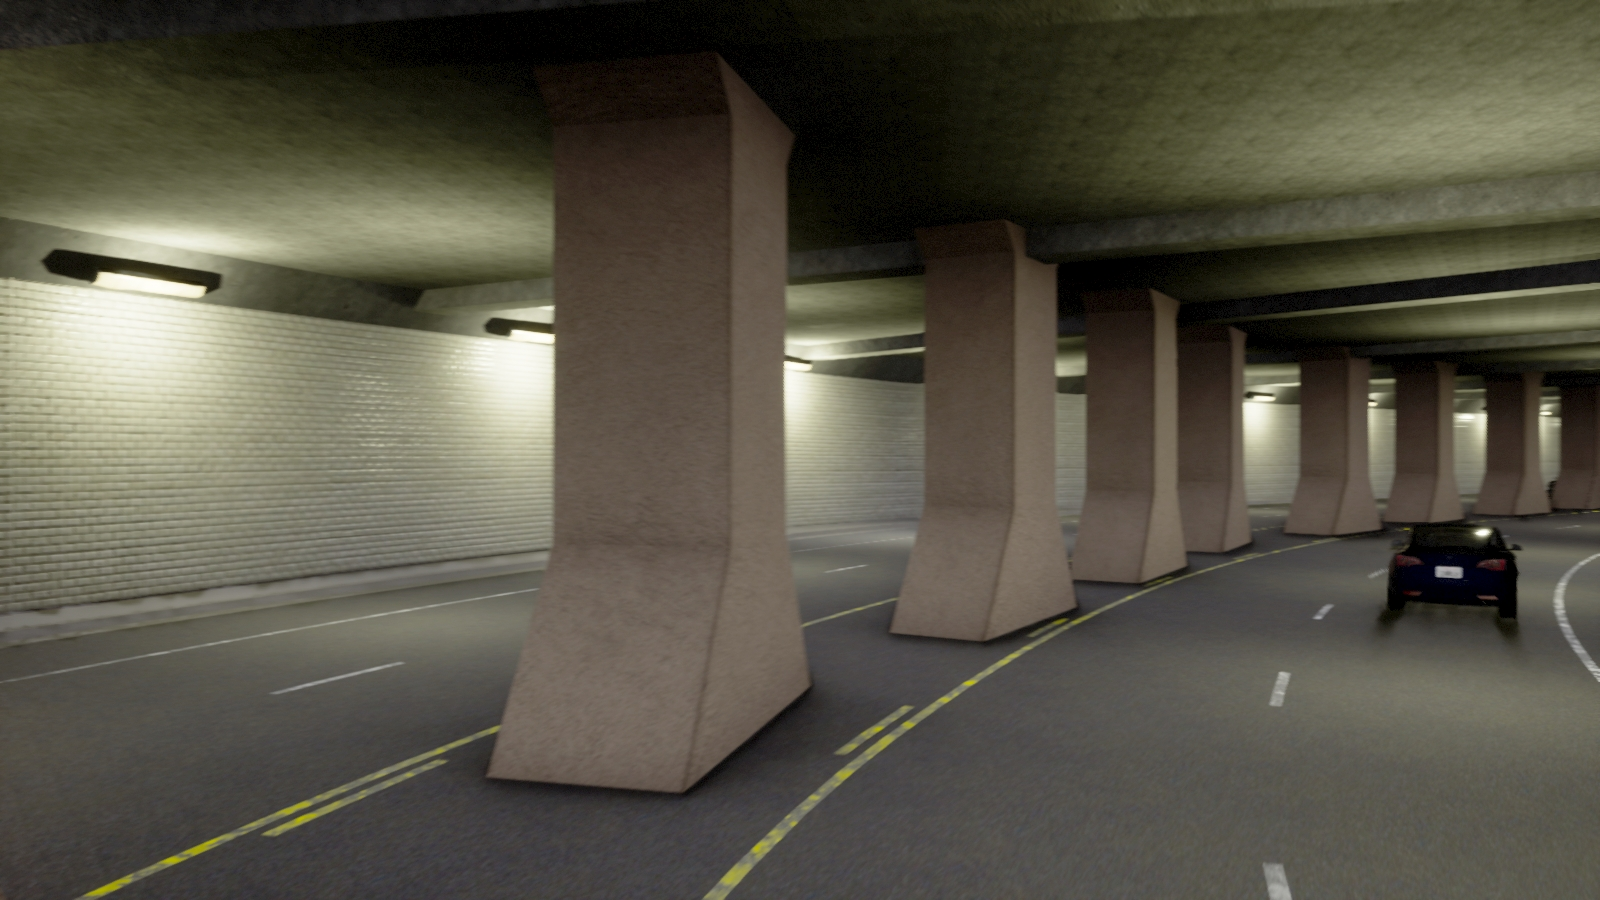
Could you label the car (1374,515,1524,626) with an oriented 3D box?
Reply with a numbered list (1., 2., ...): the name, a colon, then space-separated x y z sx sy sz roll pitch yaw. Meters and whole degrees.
1. car: 11.977 2.079 20.980 2.163 1.488 4.792 0 0 32
